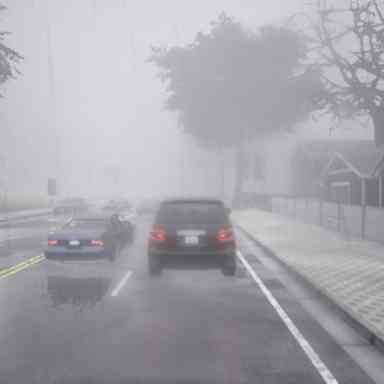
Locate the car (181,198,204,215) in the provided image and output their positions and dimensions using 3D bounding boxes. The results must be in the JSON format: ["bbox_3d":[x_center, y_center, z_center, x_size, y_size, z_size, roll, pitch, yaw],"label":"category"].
[{"bbox_3d":[0.016,1.247,29.951,1.895,1.301,4.718,0,1,0],"label":"car"}]

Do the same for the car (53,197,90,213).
[{"bbox_3d":[-9.914,1.180,27.739,1.837,1.490,4.892,0,0,0],"label":"car"}]

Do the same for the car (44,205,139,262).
[{"bbox_3d":[-3.198,1.409,11.562,2.033,1.411,5.357,0,1,0],"label":"car"}]

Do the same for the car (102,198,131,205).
[{"bbox_3d":[-6.668,1.253,29.490,1.895,1.301,4.718,0,1,0],"label":"car"}]

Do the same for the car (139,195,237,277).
[{"bbox_3d":[0.040,1.103,9.957,2.150,2.045,5.566,0,1,1],"label":"car"}]
